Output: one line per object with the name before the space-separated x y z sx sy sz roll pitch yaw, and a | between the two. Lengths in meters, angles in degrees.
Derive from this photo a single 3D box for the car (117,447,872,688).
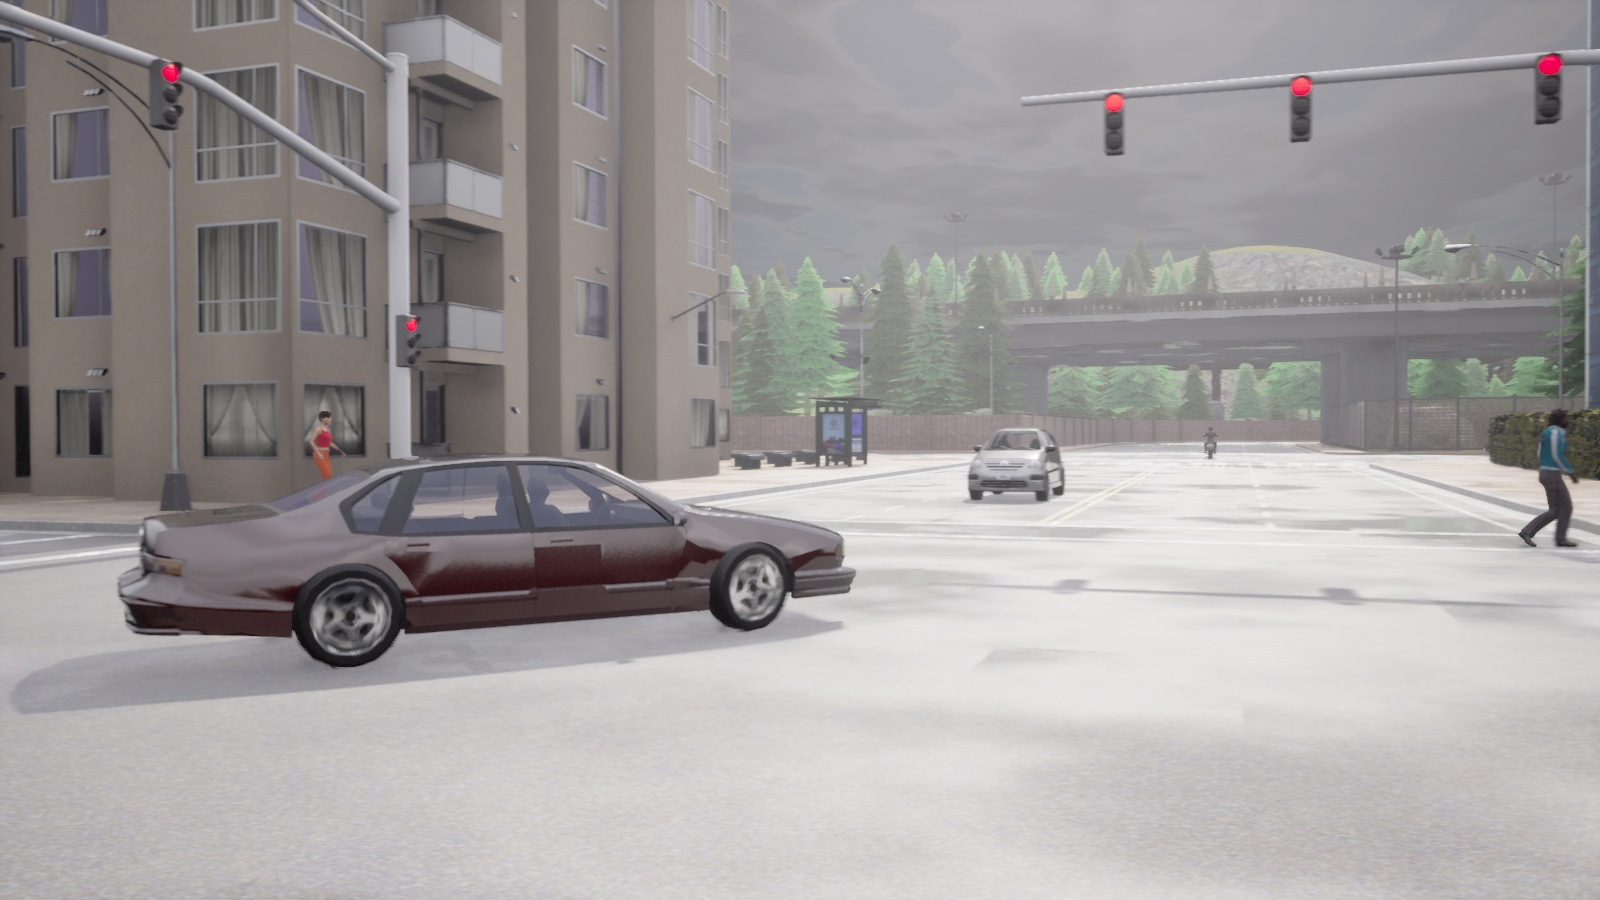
car | -2.254 0.709 9.789 5.357 1.411 2.033 0 1 -29

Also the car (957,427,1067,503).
car | 4.947 0.281 28.862 1.851 1.617 3.988 1 1 19

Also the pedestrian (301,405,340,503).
pedestrian | -9.018 0.073 23.641 0.594 1.836 0.345 0 1 8

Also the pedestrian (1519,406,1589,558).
pedestrian | 9.717 0.399 16.206 0.692 1.930 0.396 1 1 21
